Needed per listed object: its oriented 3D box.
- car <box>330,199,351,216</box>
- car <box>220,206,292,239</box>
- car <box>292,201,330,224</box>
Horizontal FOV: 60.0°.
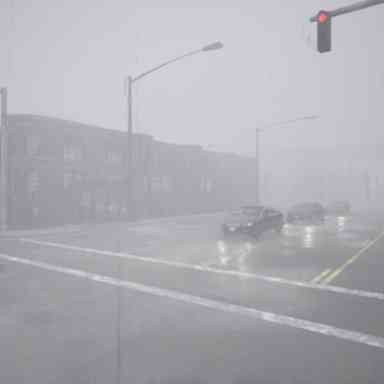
[{"bbox_3d":[14.560,1.512,33.295,1.837,1.490,4.892,0,0,36],"label":"car"},{"bbox_3d":[3.303,1.498,17.650,2.128,1.511,4.902,0,0,36],"label":"car"},{"bbox_3d":[8.635,1.511,25.071,1.837,1.490,4.892,0,0,36],"label":"car"}]
